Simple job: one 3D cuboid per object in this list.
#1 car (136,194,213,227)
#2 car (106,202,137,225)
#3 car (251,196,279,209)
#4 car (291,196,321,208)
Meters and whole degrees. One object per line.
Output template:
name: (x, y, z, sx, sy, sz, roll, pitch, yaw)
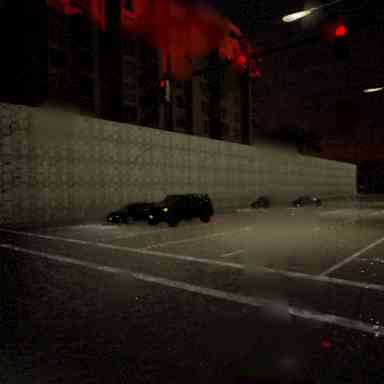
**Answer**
car: (-0.782, 1.150, 22.849, 2.150, 2.045, 5.566, -1, 0, 40)
car: (-3.998, 1.484, 24.457, 1.837, 1.490, 4.892, -1, 2, 40)
car: (8.769, 1.211, 39.524, 1.812, 1.442, 4.674, -1, 0, 40)
car: (13.813, 1.134, 40.072, 2.033, 1.411, 5.357, -1, 0, 40)
